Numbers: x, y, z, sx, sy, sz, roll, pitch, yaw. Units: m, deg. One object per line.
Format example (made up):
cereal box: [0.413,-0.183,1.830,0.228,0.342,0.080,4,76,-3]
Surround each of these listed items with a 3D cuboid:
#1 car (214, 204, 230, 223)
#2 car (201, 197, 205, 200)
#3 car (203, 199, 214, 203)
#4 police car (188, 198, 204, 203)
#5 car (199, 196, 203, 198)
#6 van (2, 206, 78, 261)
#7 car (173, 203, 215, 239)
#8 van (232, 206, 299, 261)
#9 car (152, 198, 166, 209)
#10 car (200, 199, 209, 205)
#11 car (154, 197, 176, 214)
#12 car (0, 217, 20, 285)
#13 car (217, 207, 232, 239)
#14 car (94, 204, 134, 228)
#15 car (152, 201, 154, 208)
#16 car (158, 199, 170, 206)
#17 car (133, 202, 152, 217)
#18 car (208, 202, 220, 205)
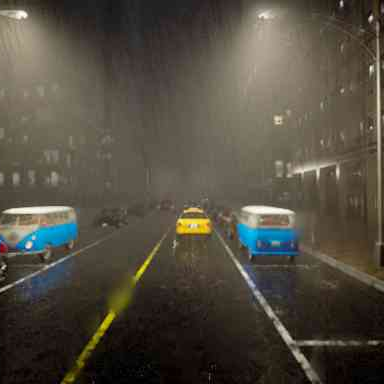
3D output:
car: [2.691,1.804,23.868,1.802,1.307,4.206,1,-1,0]
car: [2.685,1.898,51.395,1.967,1.590,4.097,1,0,0]
car: [2.687,1.916,40.239,2.008,1.369,4.403,1,0,0]
police car: [0.088,1.885,41.884,2.038,1.542,4.974,0,0,0]
car: [2.680,2.140,68.124,2.008,1.369,4.403,1,0,0]
van: [-5.684,1.459,12.546,1.690,1.788,3.998,1,-1,0]
car: [0.093,1.628,18.467,1.801,1.575,5.366,0,-1,0]
van: [2.697,1.459,12.522,1.690,1.788,3.998,1,-1,0]
car: [-5.696,1.942,56.997,1.967,1.590,4.097,1,0,0]
car: [2.678,2.214,73.702,1.802,1.307,4.206,1,0,0]
car: [-3.103,1.720,40.677,2.097,1.767,4.553,0,0,0]
car: [-5.683,1.506,6.869,1.967,1.590,4.097,1,-1,0]
car: [2.693,1.721,18.194,2.008,1.369,4.403,1,-1,0]
car: [-5.689,1.788,23.894,1.947,1.339,4.313,1,-1,0]
car: [-5.697,2.040,51.423,1.802,1.307,4.206,1,0,0]
car: [-5.701,2.155,68.144,1.947,1.339,4.313,1,0,0]
car: [-5.692,1.867,35.244,1.887,1.381,4.507,1,0,0]
car: [2.690,1.839,29.541,1.947,1.339,4.313,1,0,0]
